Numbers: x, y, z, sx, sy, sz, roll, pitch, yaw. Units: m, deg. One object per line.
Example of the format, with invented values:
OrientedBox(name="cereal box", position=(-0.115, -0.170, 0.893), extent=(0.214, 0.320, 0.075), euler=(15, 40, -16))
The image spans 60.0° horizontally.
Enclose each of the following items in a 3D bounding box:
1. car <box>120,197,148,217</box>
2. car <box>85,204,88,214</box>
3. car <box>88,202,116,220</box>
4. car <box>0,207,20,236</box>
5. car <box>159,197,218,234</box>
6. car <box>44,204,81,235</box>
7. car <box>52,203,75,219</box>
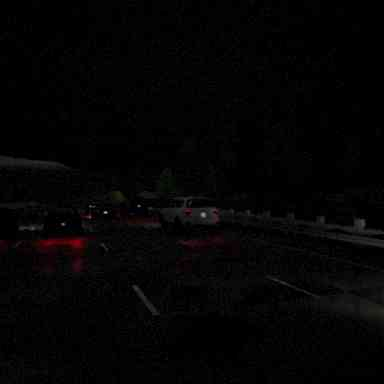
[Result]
OrientedBox(name="car", position=(-6.247, 1.557, 35.617), extent=(2.150, 2.045, 5.566), euler=(0, -1, -21))
OrientedBox(name="car", position=(-12.286, 1.946, 41.588), extent=(2.128, 1.511, 4.902), euler=(0, -1, -21))
OrientedBox(name="car", position=(-8.450, 1.851, 31.588), extent=(1.994, 1.385, 4.181), euler=(0, -1, -21))
OrientedBox(name="car", position=(-11.101, 1.625, 18.944), extent=(1.837, 1.490, 4.892), euler=(0, -2, -21))
OrientedBox(name="car", position=(-0.348, 1.321, 20.226), extent=(2.150, 2.045, 5.566), euler=(0, -1, -21))
OrientedBox(name="car", position=(-7.624, 1.597, 19.663), extent=(1.882, 1.535, 5.008), euler=(0, -1, -21))
OrientedBox(name="car", position=(-13.090, 1.892, 33.911), extent=(2.033, 1.411, 5.357), euler=(0, -1, -21))
